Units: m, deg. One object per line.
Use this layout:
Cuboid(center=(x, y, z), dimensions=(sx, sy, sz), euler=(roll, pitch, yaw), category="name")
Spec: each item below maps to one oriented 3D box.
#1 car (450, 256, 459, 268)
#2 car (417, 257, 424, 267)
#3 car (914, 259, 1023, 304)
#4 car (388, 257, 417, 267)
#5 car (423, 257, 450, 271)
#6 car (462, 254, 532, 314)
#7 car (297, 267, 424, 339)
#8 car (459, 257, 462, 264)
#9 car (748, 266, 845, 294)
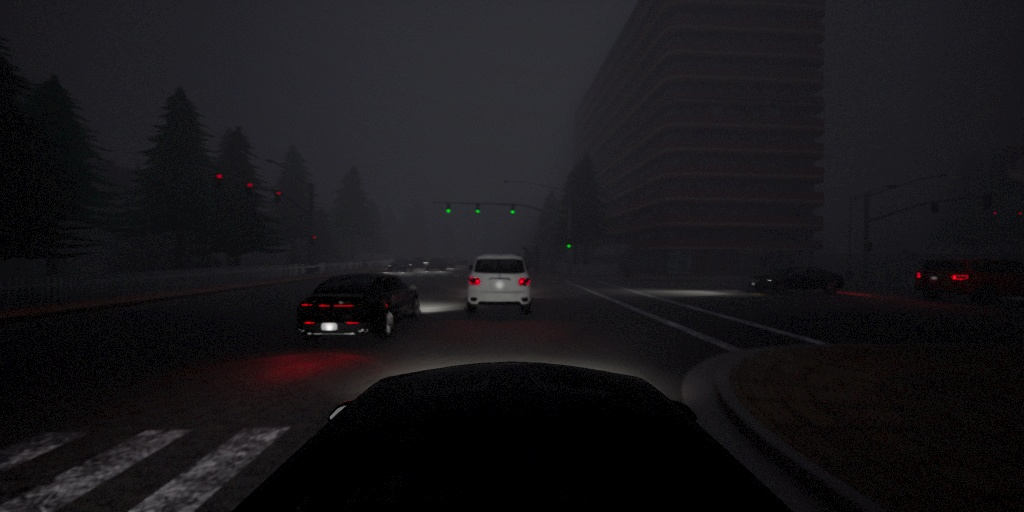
Cuboid(center=(-9.272, 0.944, 51.770), dimensions=(1.812, 1.442, 4.674), euler=(1, 0, -2), category="car")
Cuboid(center=(-12.687, 0.904, 49.256), dimensions=(1.837, 1.490, 4.892), euler=(1, 0, -2), category="car")
Cuboid(center=(22.765, 1.159, 17.212), dimensions=(5.566, 2.045, 2.150), euler=(0, 0, -3), category="car")
Cuboid(center=(-12.337, 0.974, 40.005), dimensions=(1.812, 1.442, 4.674), euler=(1, 0, -2), category="car")
Cuboid(center=(-8.954, 0.990, 42.942), dimensions=(1.812, 1.442, 4.674), euler=(1, 0, -2), category="car")
Cuboid(center=(-0.501, 0.944, 13.814), dimensions=(2.150, 2.045, 5.566), euler=(1, 0, -2), category="car")
Cuboid(center=(-3.836, 1.199, 9.753), dimensions=(1.837, 1.490, 4.892), euler=(1, 0, -2), category="car")
Cuboid(center=(-8.874, 0.898, 61.849), dimensions=(1.812, 1.442, 4.674), euler=(1, 0, 6), category="car")
Cuboid(center=(16.247, 1.352, 20.621), dimensions=(4.902, 1.511, 2.128), euler=(1, 0, -2), category="car")
